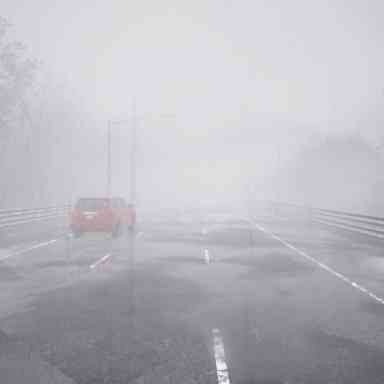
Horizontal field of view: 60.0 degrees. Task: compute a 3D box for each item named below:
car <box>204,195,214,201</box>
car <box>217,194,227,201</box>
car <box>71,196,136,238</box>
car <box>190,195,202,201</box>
[{"bbox_3d":[4.129,1.676,85.789,1.895,1.301,4.718,0,0,7],"label":"car"},{"bbox_3d":[7.693,1.437,86.132,2.097,1.767,4.553,0,0,7],"label":"car"},{"bbox_3d":[-4.547,1.228,17.787,2.150,2.045,5.566,0,0,2],"label":"car"},{"bbox_3d":[0.599,1.621,85.736,2.033,1.411,5.357,0,0,7],"label":"car"}]
